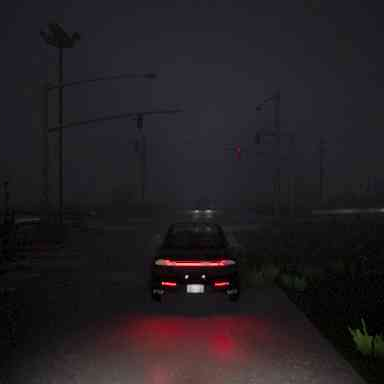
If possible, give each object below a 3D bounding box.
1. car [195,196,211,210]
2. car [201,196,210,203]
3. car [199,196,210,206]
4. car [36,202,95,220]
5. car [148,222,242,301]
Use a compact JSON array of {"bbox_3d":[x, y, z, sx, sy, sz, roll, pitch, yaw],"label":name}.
[{"bbox_3d":[1.422,1.562,42.911,1.812,1.442,4.674,0,0,3],"label":"car"},{"bbox_3d":[3.069,1.631,73.569,1.994,1.385,4.181,0,0,3],"label":"car"},{"bbox_3d":[2.193,1.538,57.885,1.882,1.535,5.008,0,0,3],"label":"car"},{"bbox_3d":[-10.467,1.571,27.575,4.674,1.442,1.812,0,0,1],"label":"car"},{"bbox_3d":[0.078,1.505,8.328,2.128,1.511,4.902,0,0,0],"label":"car"}]
